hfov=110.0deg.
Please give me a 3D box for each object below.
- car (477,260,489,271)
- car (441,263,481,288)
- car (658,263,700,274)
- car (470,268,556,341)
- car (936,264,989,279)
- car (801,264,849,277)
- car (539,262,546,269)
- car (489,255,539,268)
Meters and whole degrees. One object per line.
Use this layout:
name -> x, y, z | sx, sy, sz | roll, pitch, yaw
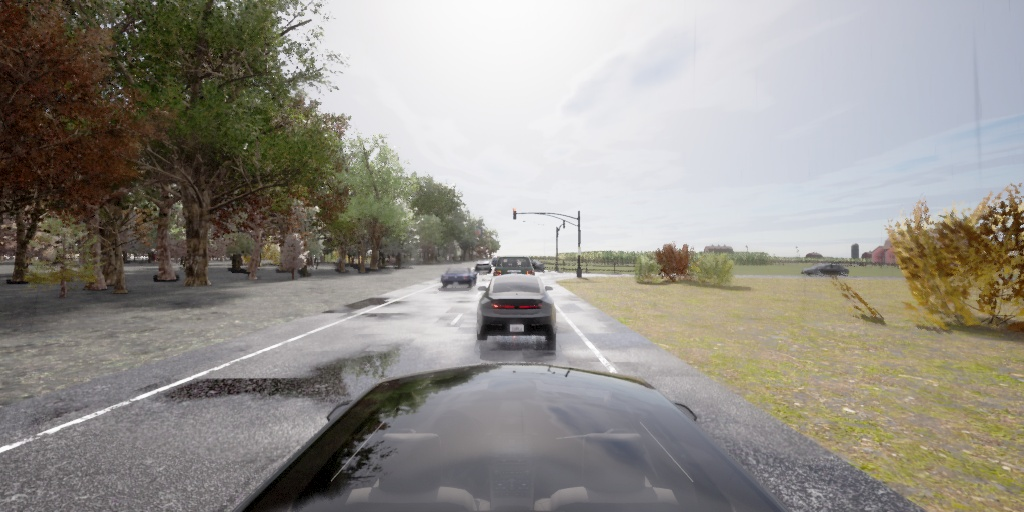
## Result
car -> -3.396, 1.249, 43.882 | 2.128, 1.511, 4.902 | 0, 0, 0
car -> -3.398, 1.356, 23.907 | 1.895, 1.301, 4.718 | 0, 0, 0
car -> 19.890, 1.502, 42.953 | 5.008, 1.535, 1.882 | 1, -1, 0
car -> 0.101, 1.257, 9.895 | 1.837, 1.490, 4.892 | 0, 0, 0
car -> 48.935, 1.807, 39.221 | 4.674, 1.442, 1.812 | 1, -1, 0
car -> 37.381, 1.721, 42.867 | 4.892, 1.490, 1.837 | 1, -1, 0
car -> 2.553, 1.308, 48.499 | 1.812, 1.442, 4.674 | -1, 1, -39
car -> 0.104, 0.976, 19.810 | 2.150, 2.045, 5.566 | 0, 0, 0
